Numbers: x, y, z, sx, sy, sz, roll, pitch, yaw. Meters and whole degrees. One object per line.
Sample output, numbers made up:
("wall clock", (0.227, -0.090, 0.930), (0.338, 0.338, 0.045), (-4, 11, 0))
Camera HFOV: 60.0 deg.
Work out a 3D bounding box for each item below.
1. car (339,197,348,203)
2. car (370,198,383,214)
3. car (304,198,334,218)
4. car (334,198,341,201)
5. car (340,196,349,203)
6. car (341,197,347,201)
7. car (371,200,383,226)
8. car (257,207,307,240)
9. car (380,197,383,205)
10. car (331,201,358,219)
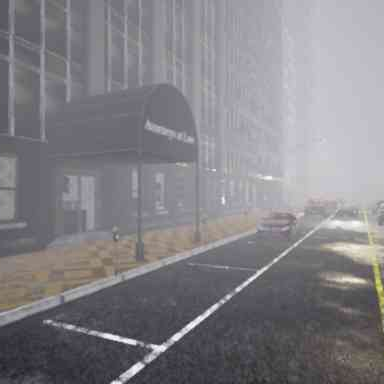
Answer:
("car", (37.296, 2.012, 81.904), (1.887, 1.381, 4.507), (0, 0, 27))
("car", (20.838, 1.711, 36.675), (1.812, 1.442, 4.674), (-1, 0, 27))
("car", (12.234, 1.519, 32.507), (2.192, 1.841, 5.009), (0, 0, 27))
("car", (19.753, 1.828, 47.325), (1.887, 1.381, 4.507), (0, 0, 27))
("car", (39.802, 1.934, 86.844), (1.967, 1.590, 4.097), (0, 0, 27))
("car", (27.271, 1.907, 62.144), (1.887, 1.381, 4.507), (0, 0, 27))
("car", (14.476, 1.610, 24.141), (2.128, 1.511, 4.902), (-1, -1, 27))
("car", (4.716, 1.706, 17.685), (1.802, 1.307, 4.206), (0, 0, 27))
("car", (39.833, 1.863, 68.384), (1.752, 1.417, 4.829), (0, 0, 27))
("car", (14.434, 1.778, 31.041), (1.895, 1.301, 4.718), (-1, -1, 27))
